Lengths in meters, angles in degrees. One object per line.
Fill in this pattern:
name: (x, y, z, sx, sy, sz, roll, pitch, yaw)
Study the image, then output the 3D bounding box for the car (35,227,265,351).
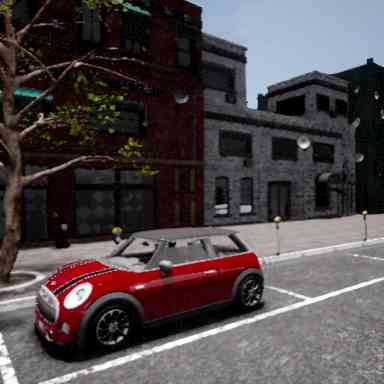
car: (-0.624, 1.440, 6.118, 4.097, 1.590, 1.967, 0, -1, -35)
